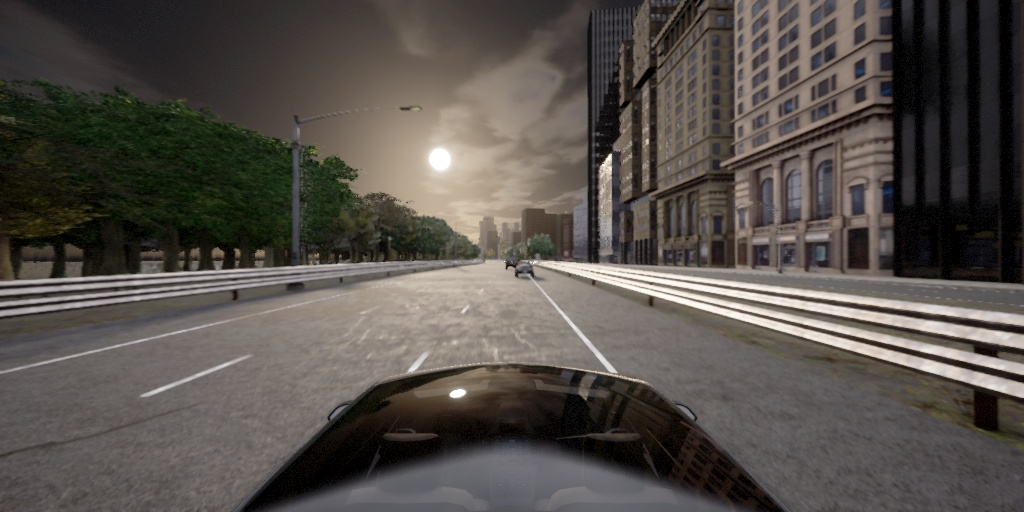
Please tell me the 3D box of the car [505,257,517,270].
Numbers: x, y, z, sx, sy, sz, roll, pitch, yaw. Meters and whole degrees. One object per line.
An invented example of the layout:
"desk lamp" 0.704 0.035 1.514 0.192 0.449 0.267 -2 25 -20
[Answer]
"car" 0.029 1.153 58.408 2.150 2.045 5.566 0 -1 1

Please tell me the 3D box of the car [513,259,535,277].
"car" 1.225 1.300 35.710 1.812 1.442 4.674 0 0 0
